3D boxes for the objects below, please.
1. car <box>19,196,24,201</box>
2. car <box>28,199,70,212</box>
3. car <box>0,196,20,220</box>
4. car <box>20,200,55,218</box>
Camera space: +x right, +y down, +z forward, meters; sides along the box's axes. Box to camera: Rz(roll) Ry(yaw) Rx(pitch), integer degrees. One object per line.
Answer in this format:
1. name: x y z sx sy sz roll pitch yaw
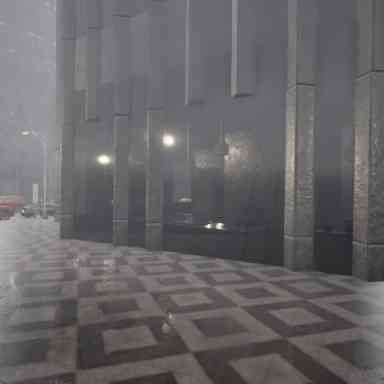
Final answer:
1. car: -20.750 1.353 36.227 2.192 1.841 5.009 1 0 35
2. car: -17.484 1.633 40.827 1.947 1.339 4.313 1 0 35
3. car: -17.076 1.463 26.681 2.192 1.841 5.009 1 0 35
4. car: -13.810 1.742 31.283 1.947 1.339 4.313 1 0 35
